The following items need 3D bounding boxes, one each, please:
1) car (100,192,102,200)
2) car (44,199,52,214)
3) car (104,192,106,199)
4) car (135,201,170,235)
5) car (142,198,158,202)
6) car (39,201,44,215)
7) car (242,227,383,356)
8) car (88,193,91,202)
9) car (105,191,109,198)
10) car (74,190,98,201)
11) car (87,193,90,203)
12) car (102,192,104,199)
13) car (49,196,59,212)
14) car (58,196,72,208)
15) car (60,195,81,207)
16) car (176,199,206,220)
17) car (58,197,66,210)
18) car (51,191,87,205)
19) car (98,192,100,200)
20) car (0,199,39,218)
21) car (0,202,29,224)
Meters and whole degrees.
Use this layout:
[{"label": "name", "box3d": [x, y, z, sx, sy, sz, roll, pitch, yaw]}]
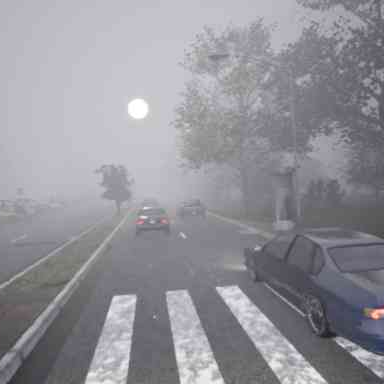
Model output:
[{"label": "car", "box3d": [-23.888, 1.275, 76.137, 4.553, 1.767, 2.185, -4, 1, -28]}, {"label": "car", "box3d": [-18.708, 2.016, 37.487, 4.674, 1.452, 2.002, -4, 1, -28]}, {"label": "car", "box3d": [-24.662, 1.368, 82.082, 4.792, 1.488, 2.163, -4, 1, -27]}, {"label": "car", "box3d": [-2.249, 1.526, 18.897, 2.033, 1.411, 5.357, -3, 1, -7]}, {"label": "car", "box3d": [-4.986, 1.377, 39.712, 1.994, 1.385, 4.181, -3, 1, -7]}, {"label": "car", "box3d": [-18.333, 2.041, 34.485, 4.792, 1.488, 2.163, -4, 2, -28]}, {"label": "car", "box3d": [2.499, 1.398, 6.345, 2.033, 1.411, 5.357, -3, 0, -8]}, {"label": "car", "box3d": [-22.036, 1.598, 61.190, 5.366, 1.575, 1.946, -4, 2, -27]}, {"label": "car", "box3d": [-25.073, 1.060, 85.055, 5.566, 2.045, 2.435, -4, 1, -28]}, {"label": "car", "box3d": [-22.701, 1.255, 67.202, 5.566, 2.045, 2.435, -4, 2, -27]}, {"label": "car", "box3d": [-21.315, 1.619, 58.395, 5.366, 1.575, 1.946, -4, 1, -27]}, {"label": "car", "box3d": [-24.253, 1.369, 79.126, 4.892, 1.521, 2.231, -4, 1, -28]}, {"label": "car", "box3d": [-19.139, 1.806, 40.442, 4.553, 1.767, 2.185, -4, 1, -27]}, {"label": "car", "box3d": [-19.887, 1.834, 46.408, 5.008, 1.535, 2.097, -4, 2, -27]}, {"label": "car", "box3d": [-20.661, 1.759, 52.374, 4.792, 1.488, 2.163, -4, 1, -28]}, {"label": "car", "box3d": [-0.159, 1.297, 26.304, 2.128, 1.511, 4.902, -3, 1, -8]}, {"label": "car", "box3d": [-19.499, 1.924, 43.434, 4.674, 1.452, 2.002, -4, 1, -27]}, {"label": "car", "box3d": [-21.075, 1.430, 55.344, 5.566, 2.045, 2.435, -4, 1, -28]}, {"label": "car", "box3d": [-23.433, 1.303, 73.185, 4.553, 1.767, 2.185, -4, 2, -28]}, {"label": "car", "box3d": [-17.954, 1.794, 31.507, 5.566, 2.045, 2.435, -4, 1, -28]}, {"label": "car", "box3d": [-17.359, 2.057, 28.636, 5.366, 1.575, 1.946, -4, 1, -28]}]
